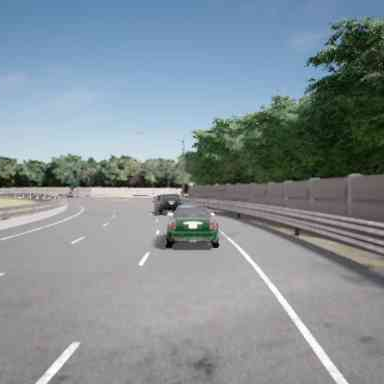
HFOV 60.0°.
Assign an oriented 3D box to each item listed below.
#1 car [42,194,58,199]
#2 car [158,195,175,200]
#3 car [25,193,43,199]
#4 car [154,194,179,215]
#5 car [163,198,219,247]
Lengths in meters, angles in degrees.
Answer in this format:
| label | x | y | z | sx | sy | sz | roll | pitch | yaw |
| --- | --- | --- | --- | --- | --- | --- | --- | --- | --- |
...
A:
| label | x | y | z | sx | sy | sz | roll | pitch | yaw |
| --- | --- | --- | --- | --- | --- | --- | --- | --- | --- |
| car | -36.710 | 1.170 | 87.508 | 4.718 | 1.301 | 1.895 | 0 | 0 | 42 |
| car | -7.080 | 1.452 | 93.084 | 1.895 | 1.301 | 4.718 | 0 | 0 | 37 |
| car | -40.556 | 1.142 | 86.325 | 4.902 | 1.511 | 2.128 | 0 | 0 | 42 |
| car | -2.532 | 1.173 | 34.102 | 2.150 | 2.045 | 5.566 | 1 | 0 | -13 |
| car | -0.047 | 1.338 | 14.980 | 2.097 | 1.767 | 4.553 | 0 | 0 | -2 |
